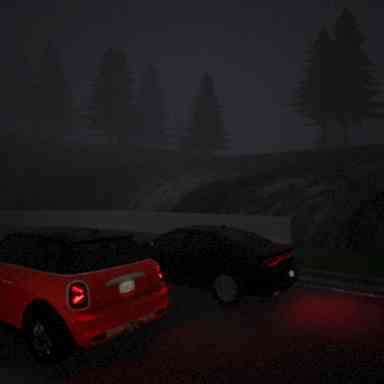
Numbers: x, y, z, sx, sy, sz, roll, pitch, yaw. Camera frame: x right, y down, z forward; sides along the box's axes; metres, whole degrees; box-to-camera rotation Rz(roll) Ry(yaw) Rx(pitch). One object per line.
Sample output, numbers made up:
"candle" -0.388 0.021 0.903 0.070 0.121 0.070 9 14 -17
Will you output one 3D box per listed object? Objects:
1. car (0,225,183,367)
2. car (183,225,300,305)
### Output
"car" -2.656 1.434 6.170 4.553 1.767 2.097 -1 -1 37
"car" 0.104 1.574 8.421 5.008 1.535 1.882 -1 -1 37
